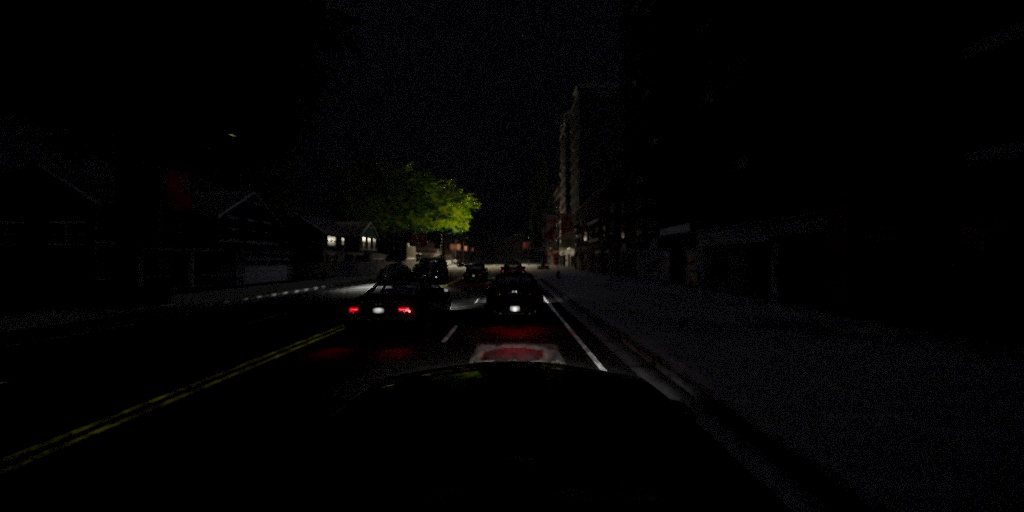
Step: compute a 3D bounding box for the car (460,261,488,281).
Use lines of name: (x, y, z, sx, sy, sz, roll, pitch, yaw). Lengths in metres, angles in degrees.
car: (-3.162, 1.460, 31.891, 1.812, 1.442, 4.674, 0, 0, 0)

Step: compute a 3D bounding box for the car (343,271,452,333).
car: (-3.157, 1.355, 10.988, 2.033, 1.411, 5.357, 0, 0, 0)

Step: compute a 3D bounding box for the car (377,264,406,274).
car: (-9.857, 1.417, 30.441, 2.128, 1.511, 4.902, 0, 0, 0)

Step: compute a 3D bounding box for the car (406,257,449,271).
car: (-6.610, 1.138, 29.465, 2.150, 2.045, 5.566, 0, 0, 0)

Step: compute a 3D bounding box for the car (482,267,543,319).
car: (0.091, 1.328, 13.159, 1.837, 1.490, 4.892, 0, 0, 0)

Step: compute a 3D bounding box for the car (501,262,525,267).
car: (0.087, 1.279, 30.619, 2.097, 1.767, 4.553, 0, 0, 0)
